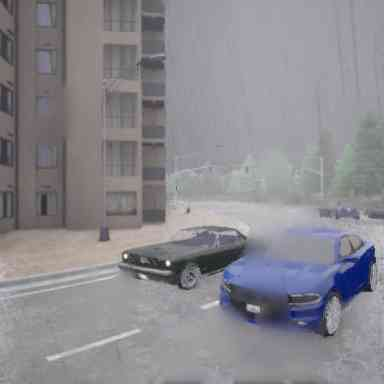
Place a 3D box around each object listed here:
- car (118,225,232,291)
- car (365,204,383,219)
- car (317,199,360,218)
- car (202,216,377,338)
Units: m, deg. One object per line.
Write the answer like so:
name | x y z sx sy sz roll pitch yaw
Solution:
car | 0.239 1.685 9.548 1.895 1.301 4.718 -1 -1 39
car | 16.549 1.708 28.212 1.994 1.385 4.181 0 -1 -1
car | 13.009 1.532 29.886 2.097 1.767 4.553 0 -1 -2
car | 2.512 1.527 7.054 1.882 1.535 5.008 0 0 39
